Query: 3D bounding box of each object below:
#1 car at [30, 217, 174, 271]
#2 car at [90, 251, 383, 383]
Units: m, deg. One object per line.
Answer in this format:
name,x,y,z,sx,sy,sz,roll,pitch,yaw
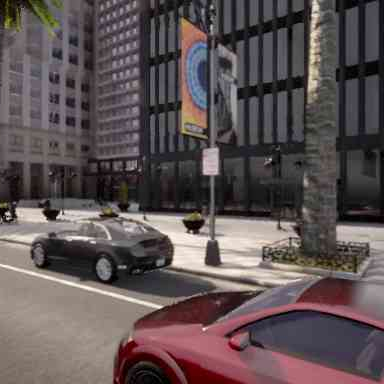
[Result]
car,-2.749,1.471,9.620,4.892,1.521,2.231,0,0,36
car,1.208,1.563,3.115,4.181,1.385,1.994,0,0,36
